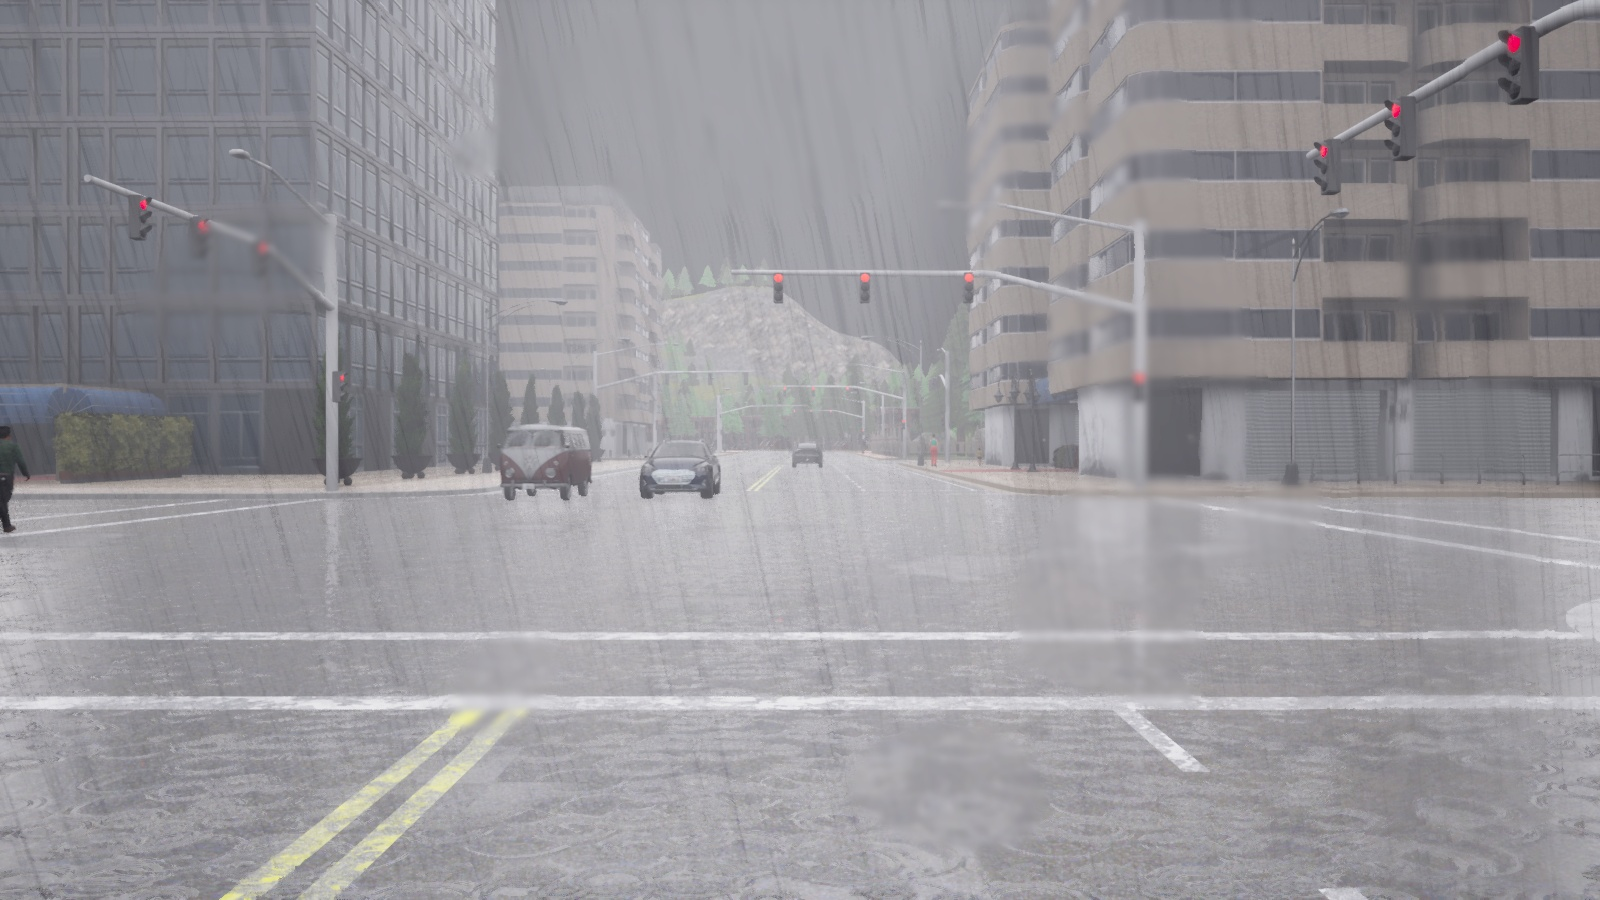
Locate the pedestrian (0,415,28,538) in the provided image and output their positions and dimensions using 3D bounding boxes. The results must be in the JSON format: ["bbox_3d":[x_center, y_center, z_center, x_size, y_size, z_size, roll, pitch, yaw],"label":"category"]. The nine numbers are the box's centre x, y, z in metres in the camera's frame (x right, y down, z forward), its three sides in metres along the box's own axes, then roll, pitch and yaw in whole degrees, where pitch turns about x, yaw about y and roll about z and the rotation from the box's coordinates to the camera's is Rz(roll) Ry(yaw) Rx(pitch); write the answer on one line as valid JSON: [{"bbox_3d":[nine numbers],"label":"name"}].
[{"bbox_3d":[-12.869,0.415,20.263,0.423,1.949,0.788,0,0,-8],"label":"pedestrian"}]

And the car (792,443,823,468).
[{"bbox_3d":[0.453,0.319,76.675,1.837,1.490,4.892,0,0,0],"label":"car"}]

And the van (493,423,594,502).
[{"bbox_3d":[-6.792,0.304,33.691,1.775,1.987,4.442,0,0,0],"label":"van"}]

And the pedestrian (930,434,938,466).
[{"bbox_3d":[7.595,0.008,71.133,0.345,1.836,0.594,0,0,13],"label":"pedestrian"}]

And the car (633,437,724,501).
[{"bbox_3d":[-3.285,0.477,34.962,2.033,1.649,4.856,0,0,0],"label":"car"}]
